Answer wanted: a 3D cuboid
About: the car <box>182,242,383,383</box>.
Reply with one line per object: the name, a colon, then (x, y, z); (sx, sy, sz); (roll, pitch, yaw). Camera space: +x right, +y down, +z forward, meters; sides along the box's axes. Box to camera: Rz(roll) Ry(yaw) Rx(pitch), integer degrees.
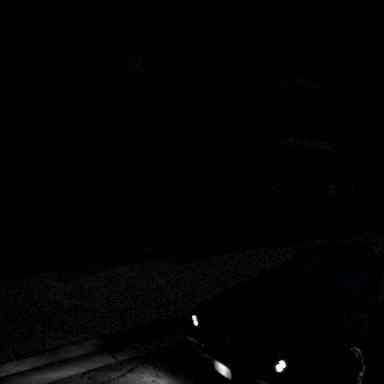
car: (2.502, 1.548, 5.171); (5.357, 1.411, 2.033); (0, 0, -35)
